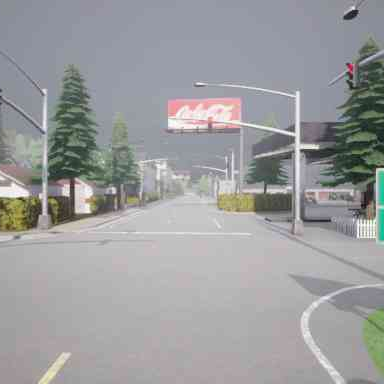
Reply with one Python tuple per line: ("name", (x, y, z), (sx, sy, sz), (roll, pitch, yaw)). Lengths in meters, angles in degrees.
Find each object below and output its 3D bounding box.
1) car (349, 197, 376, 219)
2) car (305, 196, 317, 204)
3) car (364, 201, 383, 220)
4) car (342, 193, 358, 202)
("car", (14.383, 1.504, 24.973), (3.866, 1.878, 1.905), (0, 0, 0))
("car", (22.538, 1.552, 64.035), (1.970, 1.475, 3.806), (0, 0, 0))
("car", (18.712, 1.672, 30.641), (4.611, 1.667, 2.242), (0, 0, 0))
("car", (34.946, 1.489, 71.820), (2.007, 1.523, 4.514), (0, 0, 0))
